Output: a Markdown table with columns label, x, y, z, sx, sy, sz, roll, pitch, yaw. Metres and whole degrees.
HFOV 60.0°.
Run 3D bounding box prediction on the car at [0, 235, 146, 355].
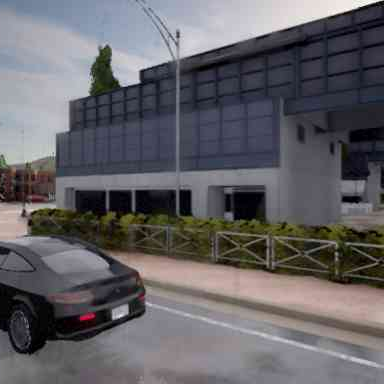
| label | x | y | z | sx | sy | sz | roll | pitch | yaw |
| --- | --- | --- | --- | --- | --- | --- | --- | --- | --- |
| car | -2.885 | 1.521 | 6.041 | 4.674 | 1.442 | 1.812 | 0 | 0 | 36 |

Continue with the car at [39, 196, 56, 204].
| label | x | y | z | sx | sy | sz | roll | pitch | yaw |
| --- | --- | --- | --- | --- | --- | --- | --- | --- | --- |
| car | -25.282 | 1.458 | 61.728 | 1.837 | 1.490 | 4.892 | 0 | 0 | 26 |

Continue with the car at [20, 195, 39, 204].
| label | x | y | z | sx | sy | sz | roll | pitch | yaw |
| --- | --- | --- | --- | --- | --- | --- | --- | --- | --- |
| car | -29.280 | 1.354 | 61.432 | 1.882 | 1.535 | 5.008 | 0 | 0 | 22 |
